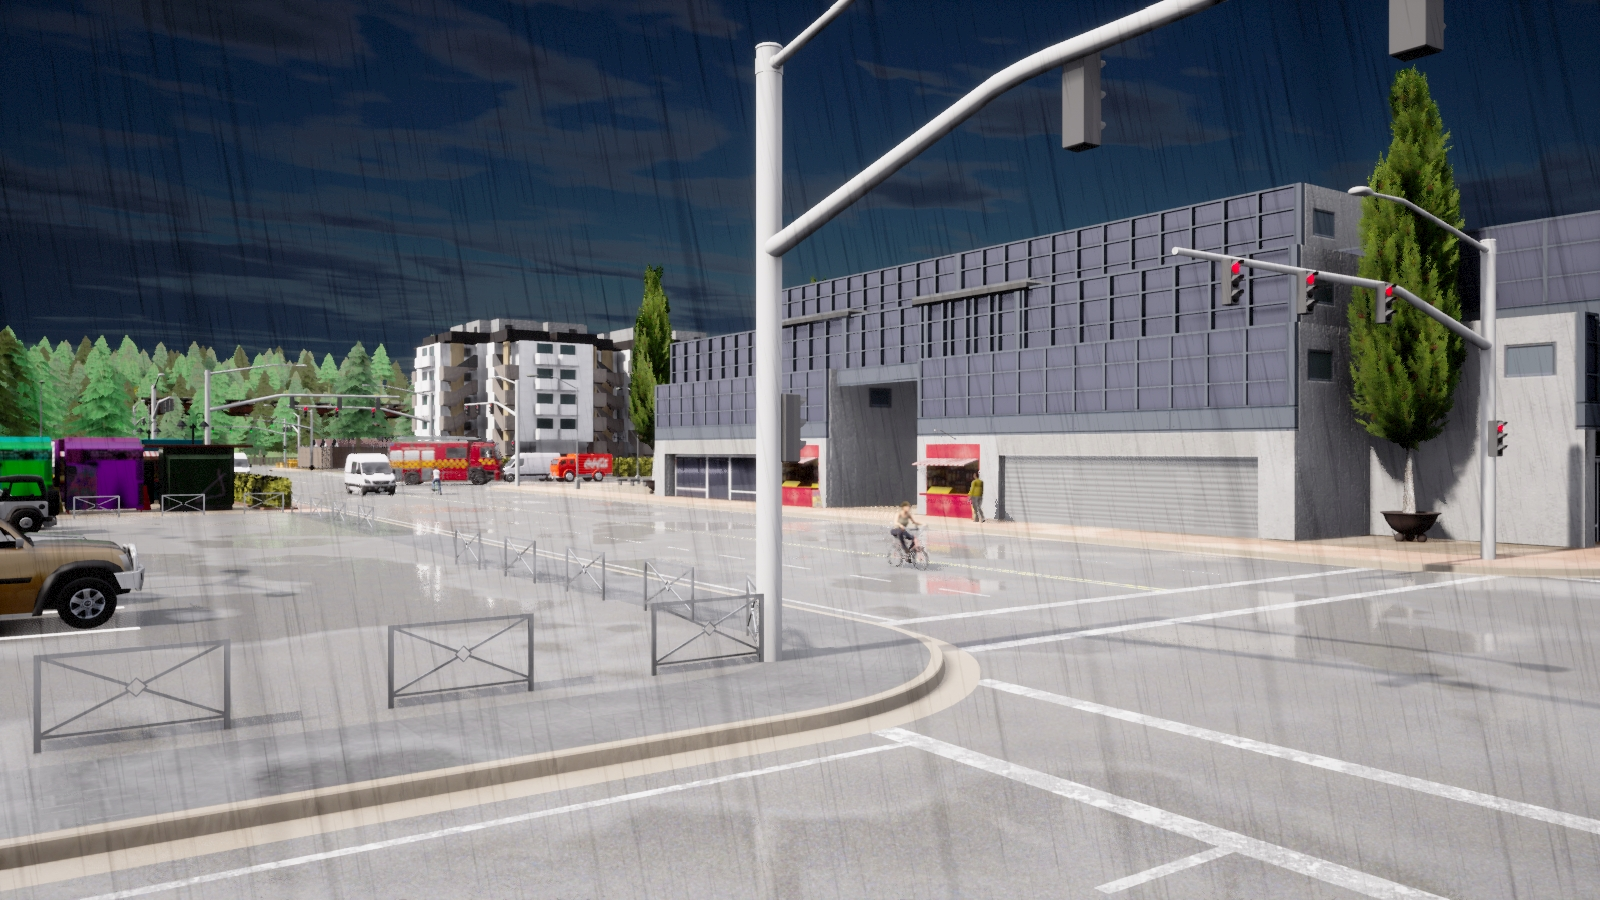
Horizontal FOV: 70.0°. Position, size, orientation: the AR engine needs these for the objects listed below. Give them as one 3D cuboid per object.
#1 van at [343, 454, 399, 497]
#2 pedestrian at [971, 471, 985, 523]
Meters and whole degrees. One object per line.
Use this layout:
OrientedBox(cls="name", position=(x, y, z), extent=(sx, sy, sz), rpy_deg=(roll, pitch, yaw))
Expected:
OrientedBox(cls="van", position=(-26.728, 1.534, 71.043), extent=(1.988, 2.561, 5.915), rpy_deg=(0, 0, -33))
OrientedBox(cls="pedestrian", position=(6.414, 1.696, 41.175), extent=(0.375, 1.860, 0.375), rpy_deg=(0, 0, -28))
